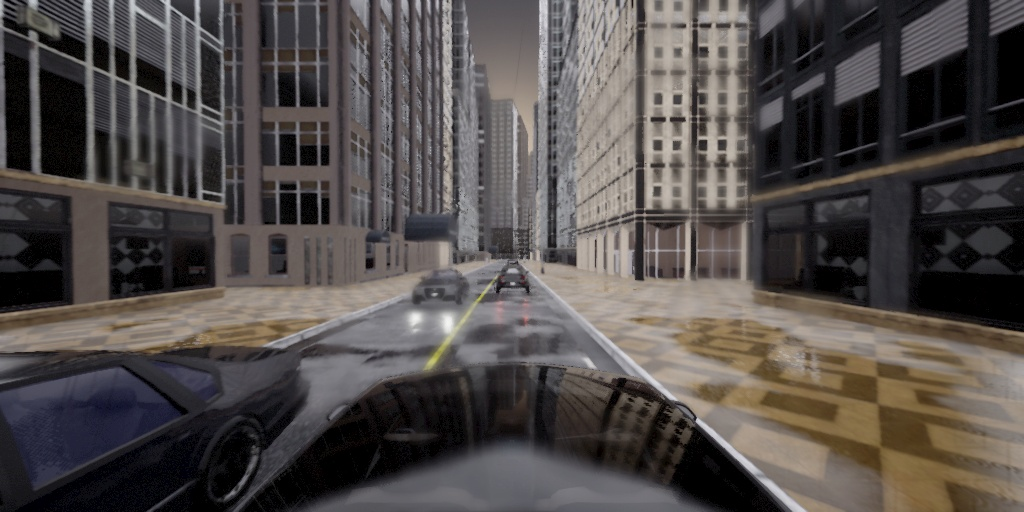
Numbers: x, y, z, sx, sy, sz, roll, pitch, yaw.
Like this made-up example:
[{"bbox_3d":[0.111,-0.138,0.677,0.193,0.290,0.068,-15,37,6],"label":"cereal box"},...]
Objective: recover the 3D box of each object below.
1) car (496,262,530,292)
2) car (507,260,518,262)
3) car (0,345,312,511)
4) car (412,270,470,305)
[{"bbox_3d":[0.064,1.256,20.899,1.812,1.442,4.674,0,0,0],"label":"car"},{"bbox_3d":[0.105,1.230,45.229,1.837,1.490,4.892,0,0,0],"label":"car"},{"bbox_3d":[-3.100,1.298,1.539,2.033,1.411,5.357,0,0,0],"label":"car"},{"bbox_3d":[-2.999,1.300,15.883,1.994,1.385,4.181,0,0,0],"label":"car"}]
